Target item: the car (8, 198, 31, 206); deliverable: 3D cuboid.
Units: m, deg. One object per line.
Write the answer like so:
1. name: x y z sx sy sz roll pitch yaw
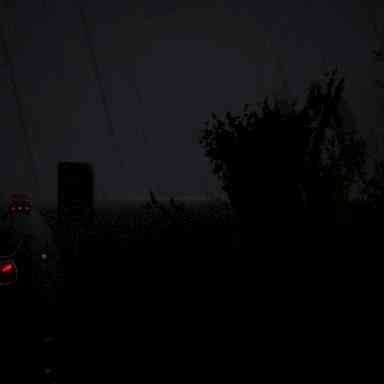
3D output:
1. car: -17.492 1.589 33.899 2.033 1.411 5.357 0 0 -27

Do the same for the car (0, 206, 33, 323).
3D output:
1. car: -4.514 1.358 6.888 2.097 1.767 4.553 0 0 -24

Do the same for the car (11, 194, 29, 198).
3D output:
1. car: -22.406 1.286 43.076 2.150 2.045 5.566 0 0 -29
